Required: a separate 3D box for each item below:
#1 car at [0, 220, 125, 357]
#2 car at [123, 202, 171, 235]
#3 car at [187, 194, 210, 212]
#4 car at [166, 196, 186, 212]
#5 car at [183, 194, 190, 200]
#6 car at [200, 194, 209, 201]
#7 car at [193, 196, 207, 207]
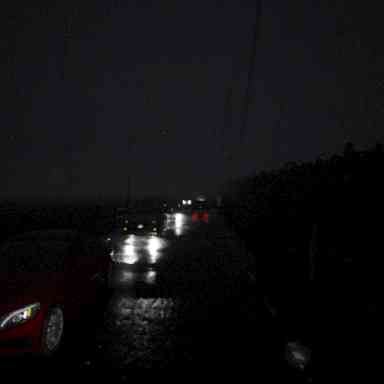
[{"bbox_3d":[-2.741,1.481,6.140,1.812,1.442,4.674,0,0,1],"label":"car"},{"bbox_3d":[-2.451,1.457,17.915,1.994,1.385,4.181,0,0,1],"label":"car"},{"bbox_3d":[0.900,1.305,35.241,2.128,1.511,4.902,0,0,2],"label":"car"},{"bbox_3d":[-1.942,1.422,35.497,1.895,1.301,4.718,0,0,1],"label":"car"},{"bbox_3d":[-1.107,1.112,70.746,2.128,1.511,4.902,0,0,1],"label":"car"},{"bbox_3d":[2.639,1.136,72.131,1.837,1.490,4.892,0,0,1],"label":"car"},{"bbox_3d":[1.164,1.281,46.328,1.812,1.442,4.674,0,0,2],"label":"car"}]
